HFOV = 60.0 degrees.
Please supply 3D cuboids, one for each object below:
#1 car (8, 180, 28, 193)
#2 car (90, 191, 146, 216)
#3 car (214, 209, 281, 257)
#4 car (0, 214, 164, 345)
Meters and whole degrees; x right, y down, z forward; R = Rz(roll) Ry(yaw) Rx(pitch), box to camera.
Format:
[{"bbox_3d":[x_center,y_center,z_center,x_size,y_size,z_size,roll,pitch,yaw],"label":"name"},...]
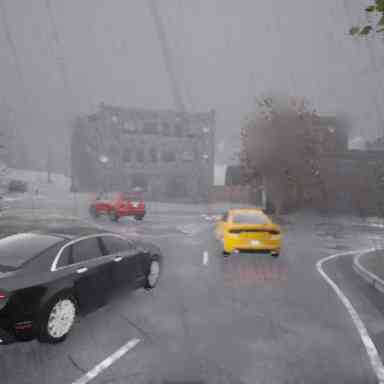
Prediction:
[{"bbox_3d":[-28.994,-1.049,55.504,2.150,2.045,5.566,0,6,-18],"label":"car"},{"bbox_3d":[-5.419,0.962,23.969,2.150,2.045,5.566,1,0,-39],"label":"car"},{"bbox_3d":[1.972,1.403,12.753,1.882,1.535,5.008,1,1,0],"label":"car"},{"bbox_3d":[-2.210,1.431,6.426,1.837,1.490,4.892,2,1,21],"label":"car"}]
